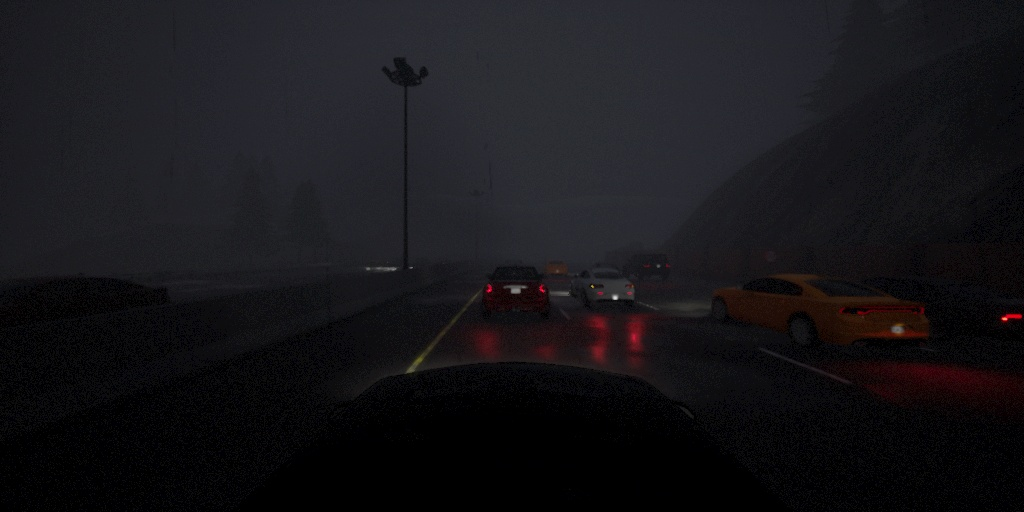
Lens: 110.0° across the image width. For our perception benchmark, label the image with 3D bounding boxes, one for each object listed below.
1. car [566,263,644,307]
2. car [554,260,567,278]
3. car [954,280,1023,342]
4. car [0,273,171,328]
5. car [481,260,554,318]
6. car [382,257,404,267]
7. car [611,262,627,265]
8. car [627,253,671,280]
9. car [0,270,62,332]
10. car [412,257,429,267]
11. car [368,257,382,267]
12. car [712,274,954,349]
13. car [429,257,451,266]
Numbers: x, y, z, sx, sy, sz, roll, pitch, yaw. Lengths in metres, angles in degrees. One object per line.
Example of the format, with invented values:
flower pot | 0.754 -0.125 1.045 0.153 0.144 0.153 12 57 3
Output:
car | 3.621 1.197 14.863 1.812 1.442 4.674 0 0 0
car | 3.649 1.048 31.198 1.882 1.535 5.008 0 0 0
car | 10.611 1.256 9.629 2.033 1.411 5.357 0 0 0
car | -10.592 1.181 8.000 1.882 1.535 5.008 0 0 0
car | 0.116 1.034 12.751 2.097 1.767 4.553 0 0 0
car | -17.338 0.905 54.375 2.128 1.511 4.902 0 0 2
car | 7.144 1.193 28.059 1.895 1.301 4.718 0 0 0
car | 10.646 0.812 28.712 2.150 2.045 5.566 0 0 0
car | -14.092 1.179 7.972 1.882 1.535 5.008 0 0 0
car | -13.815 0.914 55.181 1.837 1.490 4.892 0 1 2
car | -20.771 0.878 56.008 1.882 1.535 5.008 0 1 3
car | 7.109 1.187 9.079 1.882 1.535 5.008 0 0 0
car | -10.410 0.903 53.166 1.882 1.535 5.008 0 0 1
